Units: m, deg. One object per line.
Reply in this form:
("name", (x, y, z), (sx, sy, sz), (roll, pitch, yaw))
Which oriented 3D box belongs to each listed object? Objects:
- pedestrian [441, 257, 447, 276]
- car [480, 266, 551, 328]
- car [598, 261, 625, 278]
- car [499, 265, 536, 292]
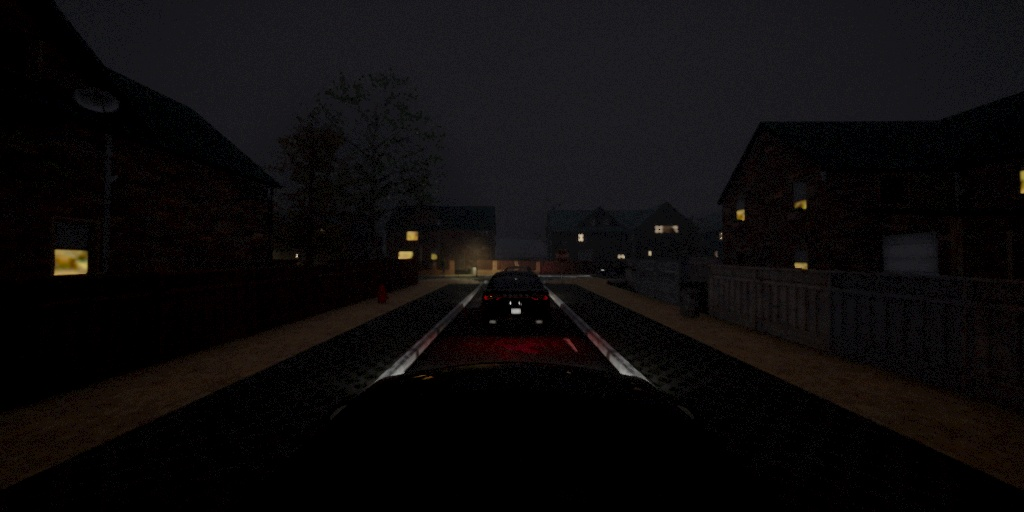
("pedestrian", (-6.722, 1.001, 35.204), (0.375, 1.860, 0.375), (0, -1, 1))
("car", (0.099, 1.197, 11.342), (1.882, 1.535, 5.008), (0, 0, 0))
("car", (10.174, 1.148, 32.073), (4.892, 1.490, 1.837), (0, -1, 1))
("car", (0.456, 1.288, 21.864), (1.895, 1.301, 4.718), (0, 0, 6))
